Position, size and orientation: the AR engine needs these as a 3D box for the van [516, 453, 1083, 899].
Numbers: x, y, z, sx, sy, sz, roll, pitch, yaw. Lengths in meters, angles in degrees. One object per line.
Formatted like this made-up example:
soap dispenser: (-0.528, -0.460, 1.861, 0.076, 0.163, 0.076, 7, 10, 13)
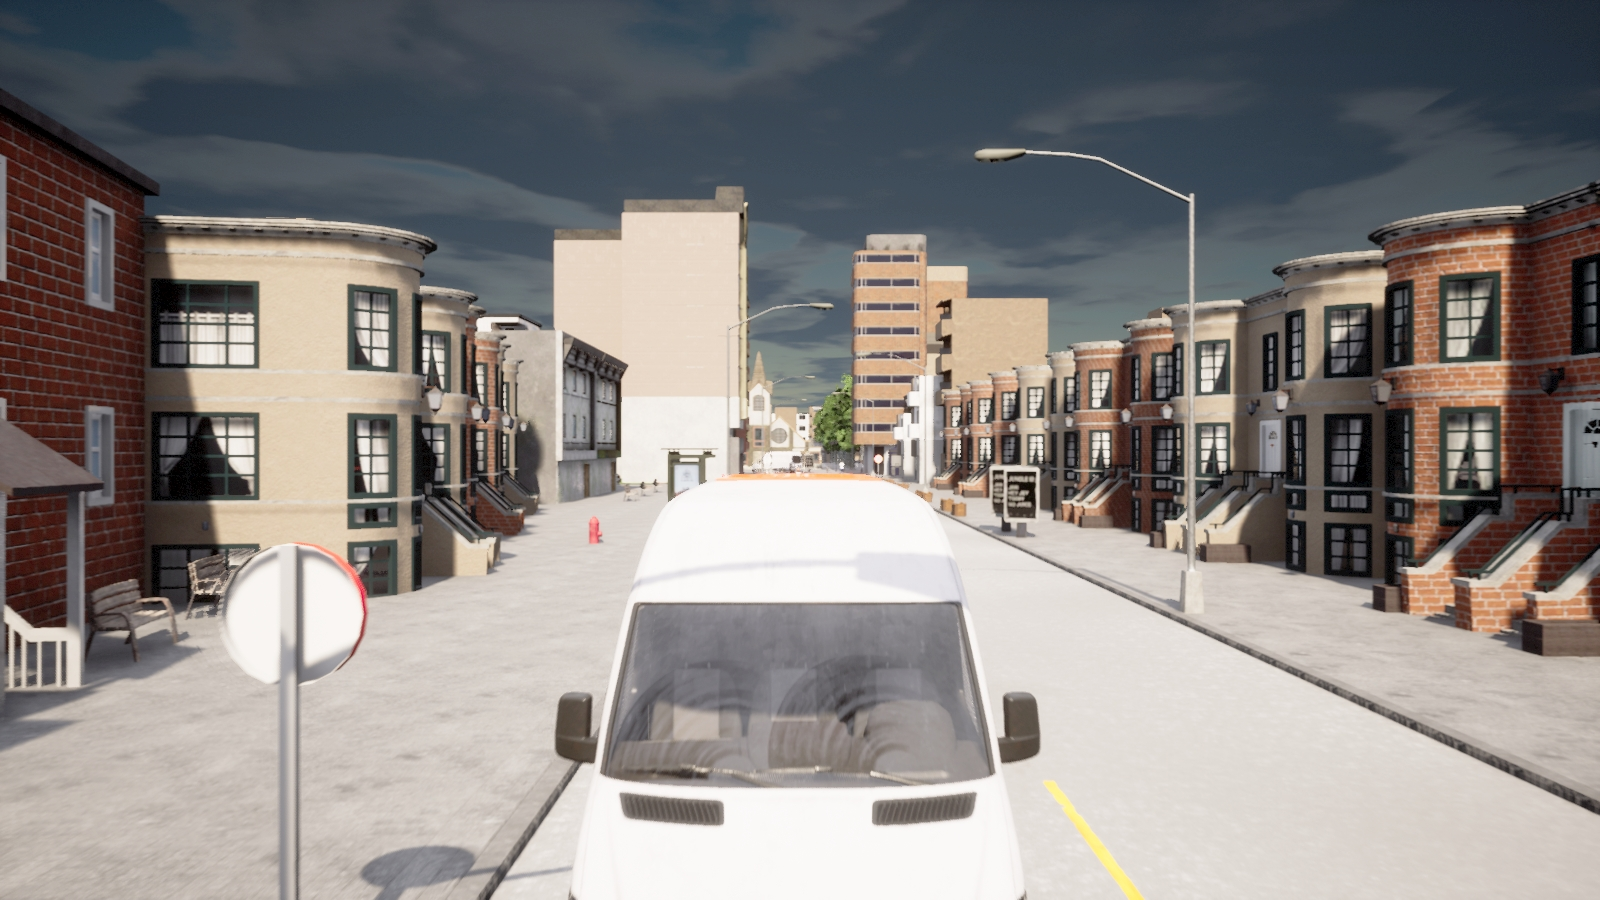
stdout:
van: (-0.007, 1.308, 6.961, 1.988, 2.561, 5.915, 0, 0, 0)
